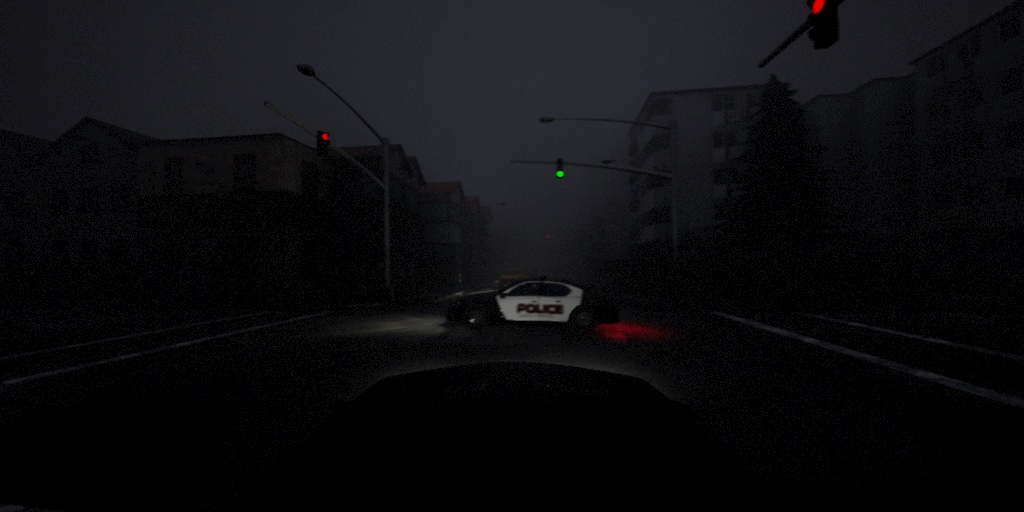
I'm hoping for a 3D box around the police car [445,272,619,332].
[{"bbox_3d":[0.565,1.388,10.802,4.974,1.542,2.038,0,-1,7],"label":"police car"}]

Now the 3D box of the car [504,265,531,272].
[{"bbox_3d":[0.133,1.749,28.890,1.882,1.535,5.008,-1,-1,7],"label":"car"}]

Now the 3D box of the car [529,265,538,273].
[{"bbox_3d":[2.059,1.877,43.870,2.097,1.767,4.553,-1,-1,8],"label":"car"}]
